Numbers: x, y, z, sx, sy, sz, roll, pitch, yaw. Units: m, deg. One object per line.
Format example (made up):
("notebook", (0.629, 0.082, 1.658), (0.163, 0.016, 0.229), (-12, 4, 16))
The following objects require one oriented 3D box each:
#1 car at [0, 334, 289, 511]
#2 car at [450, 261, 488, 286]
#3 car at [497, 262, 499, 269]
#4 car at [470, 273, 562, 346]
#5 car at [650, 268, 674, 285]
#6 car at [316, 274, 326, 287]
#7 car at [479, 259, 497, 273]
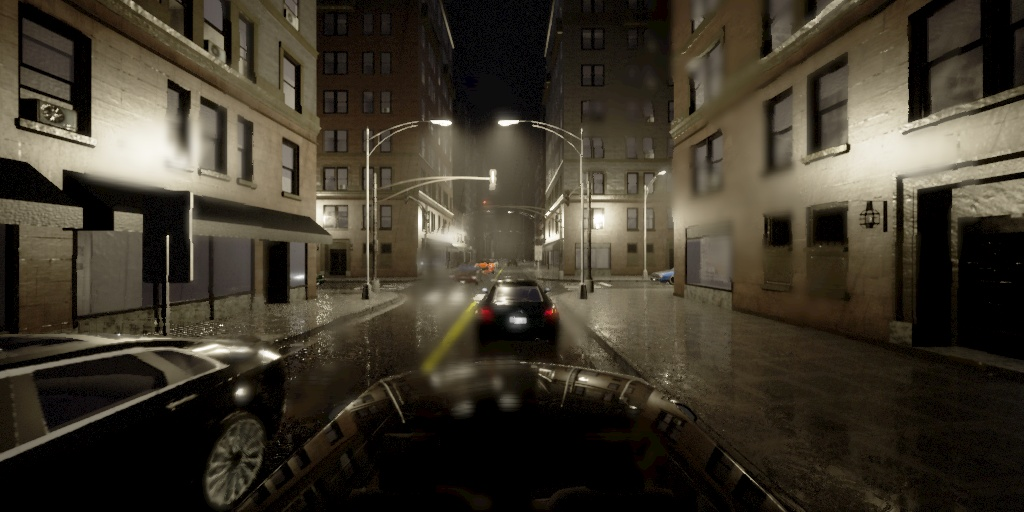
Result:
("car", (-3.099, 1.242, 1.482), (2.128, 1.511, 4.902), (0, 0, 0))
("car", (-3.104, 1.294, 25.639), (2.033, 1.411, 5.357), (0, 0, 0))
("car", (-3.090, 1.258, 57.109), (1.812, 1.442, 4.674), (0, 0, 0))
("car", (0.114, 1.313, 9.458), (1.994, 1.385, 4.181), (0, 0, -1))
("car", (12.613, 1.257, 25.119), (5.357, 1.411, 2.033), (0, 0, 0))
("car", (-14.028, 1.384, 21.829), (4.718, 1.301, 1.895), (0, 0, 0))
("car", (-3.102, 1.095, 40.914), (2.097, 1.767, 4.553), (0, 0, 0))
